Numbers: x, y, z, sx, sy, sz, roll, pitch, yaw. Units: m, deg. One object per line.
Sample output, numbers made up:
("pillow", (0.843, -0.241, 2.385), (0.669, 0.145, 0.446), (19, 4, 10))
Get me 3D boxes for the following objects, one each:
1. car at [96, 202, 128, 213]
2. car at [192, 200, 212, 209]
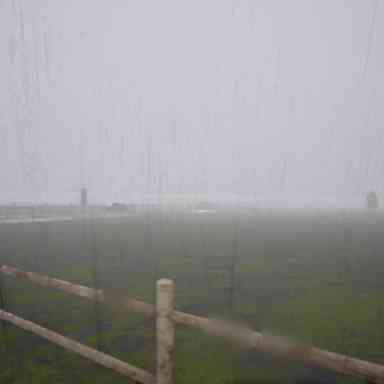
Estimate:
("car", (-10.696, 2.112, 44.732), (1.812, 1.442, 4.674), (0, -1, 36))
("car", (1.908, 2.365, 62.236), (2.097, 1.767, 4.553), (0, -1, 36))
